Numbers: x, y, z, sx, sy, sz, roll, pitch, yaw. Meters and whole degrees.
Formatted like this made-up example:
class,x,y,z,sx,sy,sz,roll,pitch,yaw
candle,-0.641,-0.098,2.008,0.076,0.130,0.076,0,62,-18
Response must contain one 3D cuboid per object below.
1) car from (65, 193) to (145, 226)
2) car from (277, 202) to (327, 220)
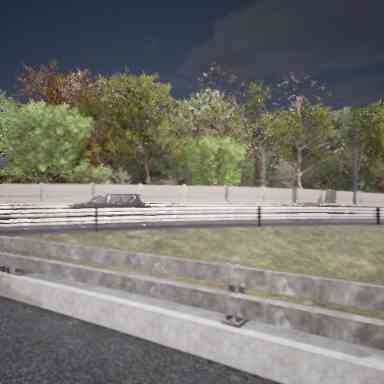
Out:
class,x,y,z,sx,sy,sz,roll,pitch,yaw
car,-6.196,1.129,23.968,5.566,2.045,2.150,-1,0,-20
car,9.834,1.661,29.654,4.674,1.442,1.812,2,-1,-19
